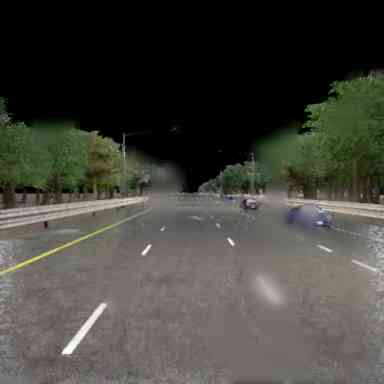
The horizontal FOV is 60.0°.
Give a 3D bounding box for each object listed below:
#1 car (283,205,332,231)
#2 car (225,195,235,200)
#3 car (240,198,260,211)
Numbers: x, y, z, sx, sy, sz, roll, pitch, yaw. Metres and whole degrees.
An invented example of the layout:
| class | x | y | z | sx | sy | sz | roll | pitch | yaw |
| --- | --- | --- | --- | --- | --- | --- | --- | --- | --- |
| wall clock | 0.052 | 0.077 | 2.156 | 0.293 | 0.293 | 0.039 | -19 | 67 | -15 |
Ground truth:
| class | x | y | z | sx | sy | sz | roll | pitch | yaw |
| --- | --- | --- | --- | --- | --- | --- | --- | --- | --- |
| car | 6.998 | 1.521 | 20.469 | 1.812 | 1.442 | 4.674 | 0 | 0 | 0 |
| car | 10.310 | 1.413 | 89.596 | 1.882 | 1.535 | 5.008 | 0 | 0 | 18 |
| car | 6.996 | 1.506 | 40.304 | 1.812 | 1.442 | 4.674 | 0 | 0 | 0 |
